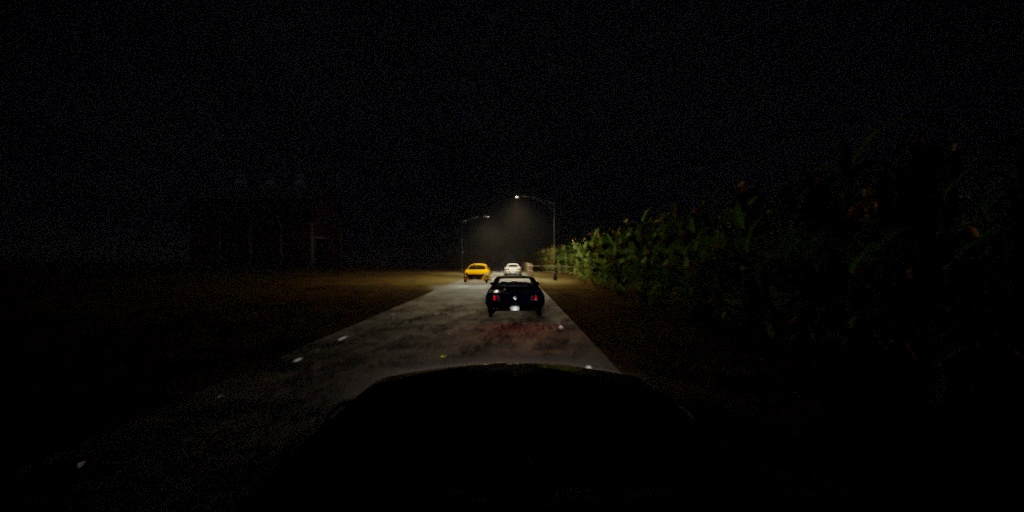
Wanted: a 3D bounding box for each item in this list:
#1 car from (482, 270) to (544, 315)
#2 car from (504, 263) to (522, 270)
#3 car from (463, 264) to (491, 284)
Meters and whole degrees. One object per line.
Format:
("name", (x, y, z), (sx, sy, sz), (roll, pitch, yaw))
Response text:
("car", (0.101, 1.375, 13.584), (1.895, 1.301, 4.718), (0, 0, 0))
("car", (0.106, 1.526, 38.901), (1.812, 1.442, 4.674), (0, -1, 0))
("car", (-2.771, 1.373, 29.334), (1.882, 1.535, 5.008), (0, -1, 0))
